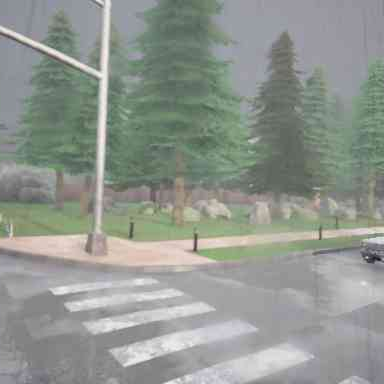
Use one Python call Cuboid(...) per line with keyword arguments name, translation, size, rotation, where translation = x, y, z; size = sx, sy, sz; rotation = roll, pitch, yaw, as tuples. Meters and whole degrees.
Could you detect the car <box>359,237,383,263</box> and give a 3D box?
Cuboid(name="car", translation=(8.078, 1.958, 12.078), size=(4.718, 1.301, 1.895), rotation=(2, 1, -36))
